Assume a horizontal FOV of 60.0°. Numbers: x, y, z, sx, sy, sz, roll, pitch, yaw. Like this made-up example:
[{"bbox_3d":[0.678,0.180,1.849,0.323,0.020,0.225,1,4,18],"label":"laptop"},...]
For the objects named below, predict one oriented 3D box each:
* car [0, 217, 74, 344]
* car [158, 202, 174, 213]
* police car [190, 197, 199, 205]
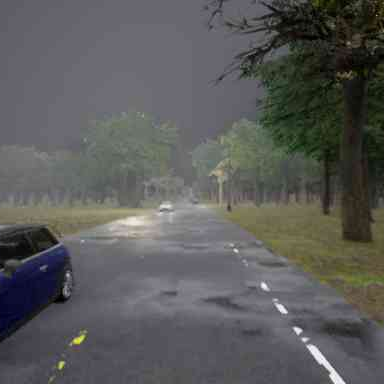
[{"bbox_3d":[-3.600,1.380,5.302,2.097,1.767,4.553,0,0,0],"label":"car"},{"bbox_3d":[-3.573,2.121,46.707,1.812,1.442,4.674,0,-1,0],"label":"car"},{"bbox_3d":[1.062,2.859,95.368,1.930,1.638,5.238,0,-1,0],"label":"police car"}]
